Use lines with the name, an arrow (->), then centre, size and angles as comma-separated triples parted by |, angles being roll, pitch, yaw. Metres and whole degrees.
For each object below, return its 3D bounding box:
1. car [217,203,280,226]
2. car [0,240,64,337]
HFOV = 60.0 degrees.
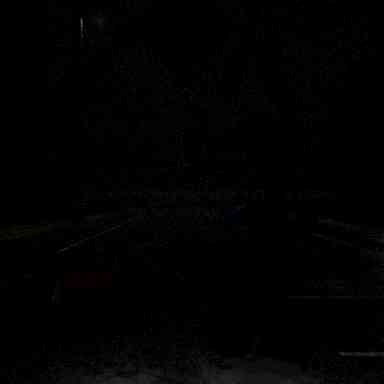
car -> 4.217, 1.670, 25.097 | 4.611, 1.667, 2.242 | 0, 0, 1
car -> -3.583, 1.566, 5.278 | 1.812, 1.442, 4.674 | 0, 0, 0
